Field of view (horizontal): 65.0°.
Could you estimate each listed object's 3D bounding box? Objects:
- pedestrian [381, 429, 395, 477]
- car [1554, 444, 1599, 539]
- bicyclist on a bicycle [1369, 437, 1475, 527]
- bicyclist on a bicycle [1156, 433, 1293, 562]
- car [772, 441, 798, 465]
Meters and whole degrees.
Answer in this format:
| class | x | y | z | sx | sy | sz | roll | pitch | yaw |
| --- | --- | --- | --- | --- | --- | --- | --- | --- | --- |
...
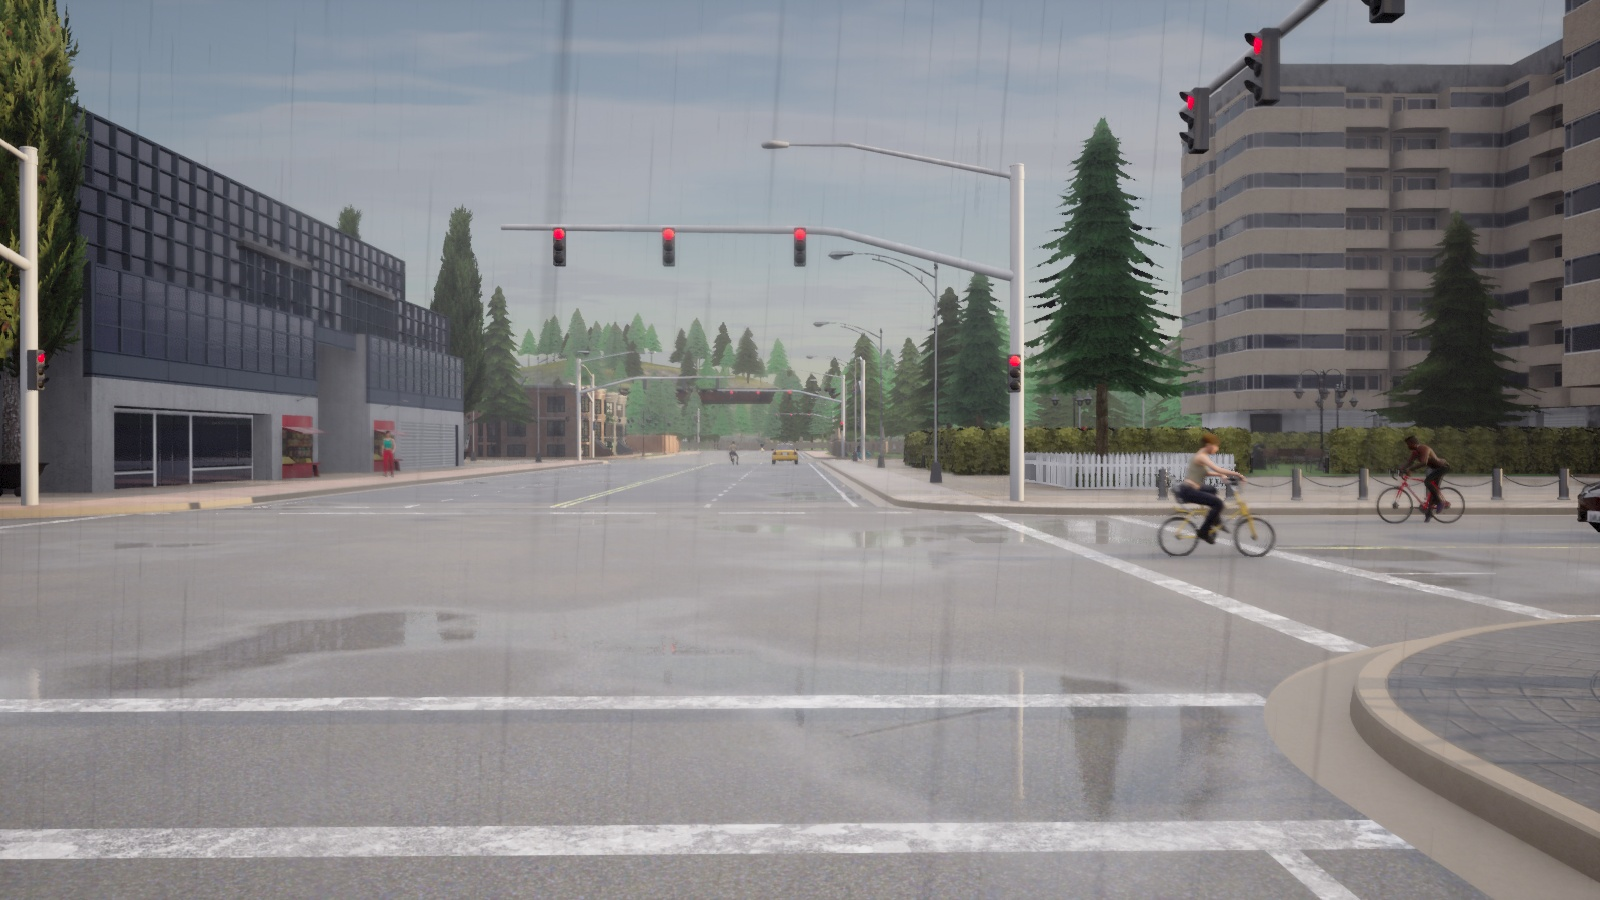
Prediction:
| class | x | y | z | sx | sy | sz | roll | pitch | yaw |
| --- | --- | --- | --- | --- | --- | --- | --- | --- | --- |
| pedestrian | -16.010 | 0.117 | 48.806 | 0.345 | 1.836 | 0.594 | 0 | 0 | -1 |
| car | 14.827 | 0.647 | 19.625 | 4.792 | 1.488 | 2.163 | 0 | 0 | -1 |
| bicyclist on a bicycle | 11.414 | 0.578 | 23.080 | 1.656 | 1.620 | 0.582 | 0 | 0 | -1 |
| bicyclist on a bicycle | 5.460 | 0.596 | 16.225 | 1.509 | 1.612 | 0.866 | 0 | -1 | 5 |
| car | -1.048 | 0.189 | 87.747 | 1.801 | 1.575 | 5.366 | 0 | 0 | -1 |
